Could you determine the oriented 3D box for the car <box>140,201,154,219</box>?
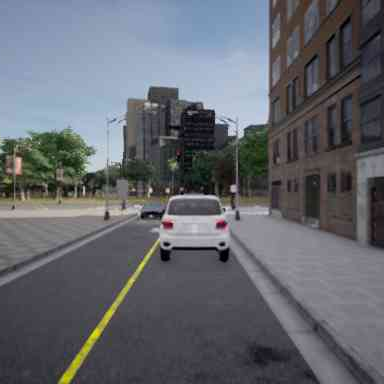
[{"bbox_3d":[-3.034,1.426,27.604,2.033,1.411,5.357,0,0,1],"label":"car"}]

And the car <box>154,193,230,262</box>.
[{"bbox_3d":[0.096,1.158,12.121,2.150,2.045,5.566,0,-1,0],"label":"car"}]

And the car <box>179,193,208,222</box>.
[{"bbox_3d":[0.104,1.105,26.799,2.150,2.045,5.566,0,0,0],"label":"car"}]
